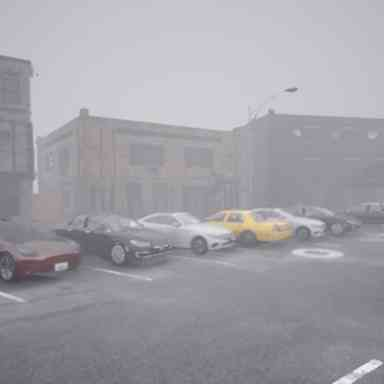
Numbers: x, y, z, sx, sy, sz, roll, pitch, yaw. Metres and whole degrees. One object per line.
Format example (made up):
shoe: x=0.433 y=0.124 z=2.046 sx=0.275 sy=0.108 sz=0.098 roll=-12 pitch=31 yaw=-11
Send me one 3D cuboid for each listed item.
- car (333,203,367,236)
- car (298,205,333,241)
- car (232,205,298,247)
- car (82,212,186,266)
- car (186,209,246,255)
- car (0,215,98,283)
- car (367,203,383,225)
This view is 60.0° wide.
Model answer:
car: x=6.609 y=1.484 z=18.361 sx=4.892 sy=1.521 sz=2.231 roll=-1 pitch=-1 yaw=34
car: x=4.228 y=1.523 z=16.647 sx=4.674 sy=1.452 sz=2.002 roll=-1 pitch=-1 yaw=34
car: x=1.689 y=1.483 z=15.034 sx=5.366 sy=1.575 sz=1.946 roll=-1 pitch=-1 yaw=34
car: x=-2.927 y=1.485 z=11.526 sx=4.892 sy=1.521 sz=2.231 roll=-1 pitch=-1 yaw=34
car: x=-0.541 y=1.524 z=13.227 sx=4.674 sy=1.452 sz=2.002 roll=-1 pitch=-1 yaw=34
car: x=-5.282 y=1.514 z=9.790 sx=4.792 sy=1.488 sz=2.163 roll=-1 pitch=-1 yaw=34
car: x=11.380 y=1.483 z=21.769 sx=4.892 sy=1.521 sz=2.231 roll=-1 pitch=0 yaw=34
